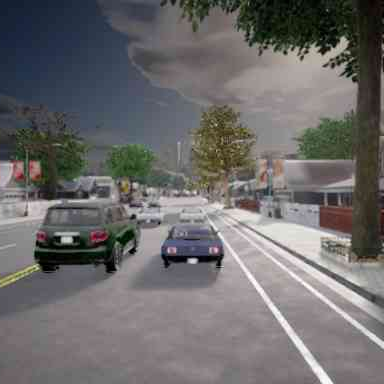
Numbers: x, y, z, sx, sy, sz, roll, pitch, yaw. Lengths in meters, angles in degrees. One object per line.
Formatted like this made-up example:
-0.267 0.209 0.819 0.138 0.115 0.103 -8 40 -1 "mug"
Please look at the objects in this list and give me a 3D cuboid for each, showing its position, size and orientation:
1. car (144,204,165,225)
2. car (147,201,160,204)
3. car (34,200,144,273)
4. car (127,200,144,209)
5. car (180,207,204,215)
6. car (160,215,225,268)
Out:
-3.216 1.895 26.812 1.895 1.301 4.718 0 -1 0 "car"
-6.562 2.177 57.589 2.033 1.411 5.357 0 -1 1 "car"
-3.217 1.348 11.299 2.150 2.045 5.566 0 0 0 "car"
-9.803 2.187 58.527 2.033 1.411 5.357 0 -1 1 "car"
0.034 1.895 26.823 1.895 1.301 4.718 0 -1 0 "car"
0.038 1.731 11.817 1.895 1.301 4.718 0 -1 0 "car"
